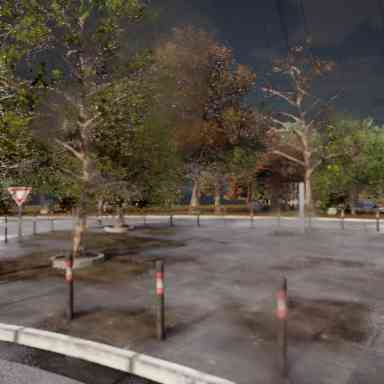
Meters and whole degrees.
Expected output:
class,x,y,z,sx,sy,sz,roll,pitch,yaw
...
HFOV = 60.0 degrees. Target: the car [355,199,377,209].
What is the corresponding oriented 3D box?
class,x,y,z,sx,sy,sz,roll,pitch,yaw
car,24.219,1.695,47.470,1.994,1.385,4.181,0,-1,-8
